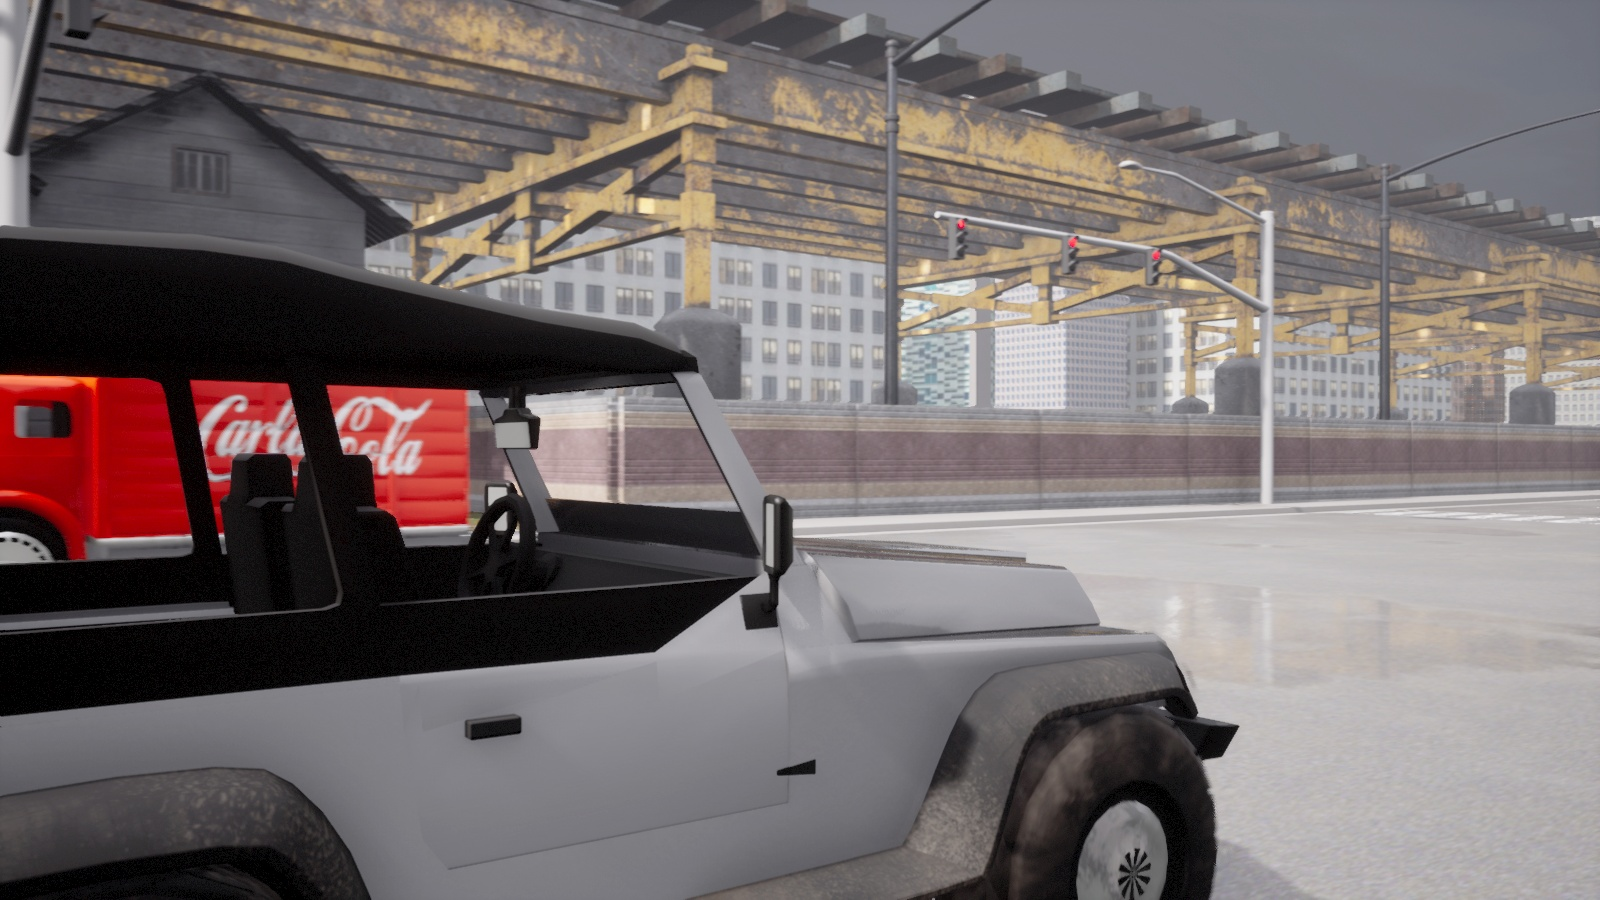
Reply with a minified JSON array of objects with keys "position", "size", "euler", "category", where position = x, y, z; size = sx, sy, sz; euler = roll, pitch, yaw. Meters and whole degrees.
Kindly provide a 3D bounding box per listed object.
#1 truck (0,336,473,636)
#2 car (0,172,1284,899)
[{"position":[-6.184,0.298,12.239],"size":[5.204,2.467,2.627],"euler":[0,0,-36],"category":"truck"},{"position":[-0.753,0.549,3.210],"size":[3.866,1.878,1.905],"euler":[0,0,-36],"category":"car"}]
